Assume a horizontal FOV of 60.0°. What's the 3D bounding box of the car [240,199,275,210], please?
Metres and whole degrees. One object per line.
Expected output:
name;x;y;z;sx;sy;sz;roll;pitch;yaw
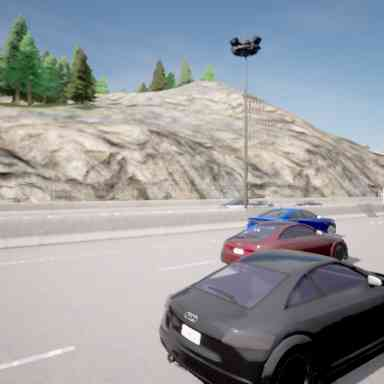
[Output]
car;8.843;1.613;44.673;4.718;1.301;1.895;0;0;-35

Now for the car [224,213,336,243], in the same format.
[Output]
car;2.886;1.567;10.104;4.181;1.385;1.994;0;0;-35

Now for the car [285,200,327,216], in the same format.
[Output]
car;11.627;1.574;33.767;4.181;1.385;1.994;0;0;-35

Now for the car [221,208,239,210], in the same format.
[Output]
car;5.603;1.610;33.776;4.718;1.301;1.895;0;0;-35

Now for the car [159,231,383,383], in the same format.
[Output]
car;1.621;1.565;4.900;4.181;1.385;1.994;0;0;-35

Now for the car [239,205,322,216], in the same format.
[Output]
car;4.812;1.482;15.777;5.008;1.535;1.882;0;0;-35
